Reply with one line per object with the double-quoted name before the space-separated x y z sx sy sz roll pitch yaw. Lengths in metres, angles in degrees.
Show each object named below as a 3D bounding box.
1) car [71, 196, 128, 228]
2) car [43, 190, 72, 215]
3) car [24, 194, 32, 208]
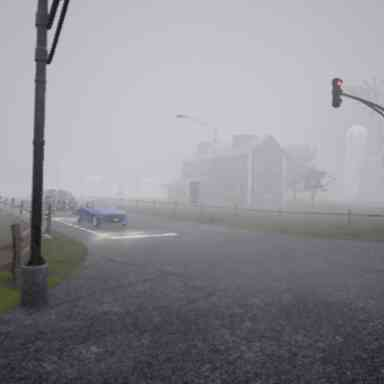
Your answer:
"car" -5.670 1.250 20.652 1.882 1.535 5.008 2 0 -35
"car" -11.744 0.856 29.229 2.150 2.045 5.566 2 0 -36
"car" -17.763 1.003 37.724 1.837 1.490 4.892 2 0 -35
